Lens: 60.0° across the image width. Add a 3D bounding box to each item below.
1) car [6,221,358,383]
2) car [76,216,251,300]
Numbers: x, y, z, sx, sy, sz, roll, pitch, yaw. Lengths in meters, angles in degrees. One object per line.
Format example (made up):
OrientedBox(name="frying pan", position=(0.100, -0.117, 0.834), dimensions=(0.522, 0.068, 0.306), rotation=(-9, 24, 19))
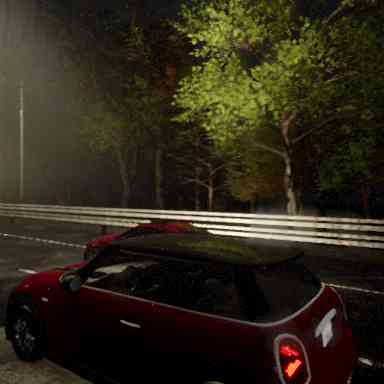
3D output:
OrientedBox(name="car", position=(-0.456, 1.347, 4.347), dimensions=(4.553, 1.767, 2.097), rotation=(0, 0, 36))
OrientedBox(name="car", position=(-0.947, 1.516, 9.017), dimensions=(4.674, 1.442, 1.812), rotation=(0, 0, 36))
